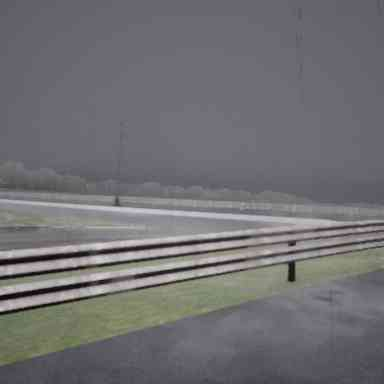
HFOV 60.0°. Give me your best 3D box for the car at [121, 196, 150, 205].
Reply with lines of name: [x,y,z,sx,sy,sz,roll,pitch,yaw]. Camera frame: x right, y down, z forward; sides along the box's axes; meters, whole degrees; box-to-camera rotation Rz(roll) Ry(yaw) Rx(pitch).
car: [-8.370,1.386,49.059,4.902,1.511,2.128,2,-2,30]

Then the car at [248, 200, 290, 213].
car: [8.706,1.690,37.393,4.553,1.767,2.097,2,-2,18]
